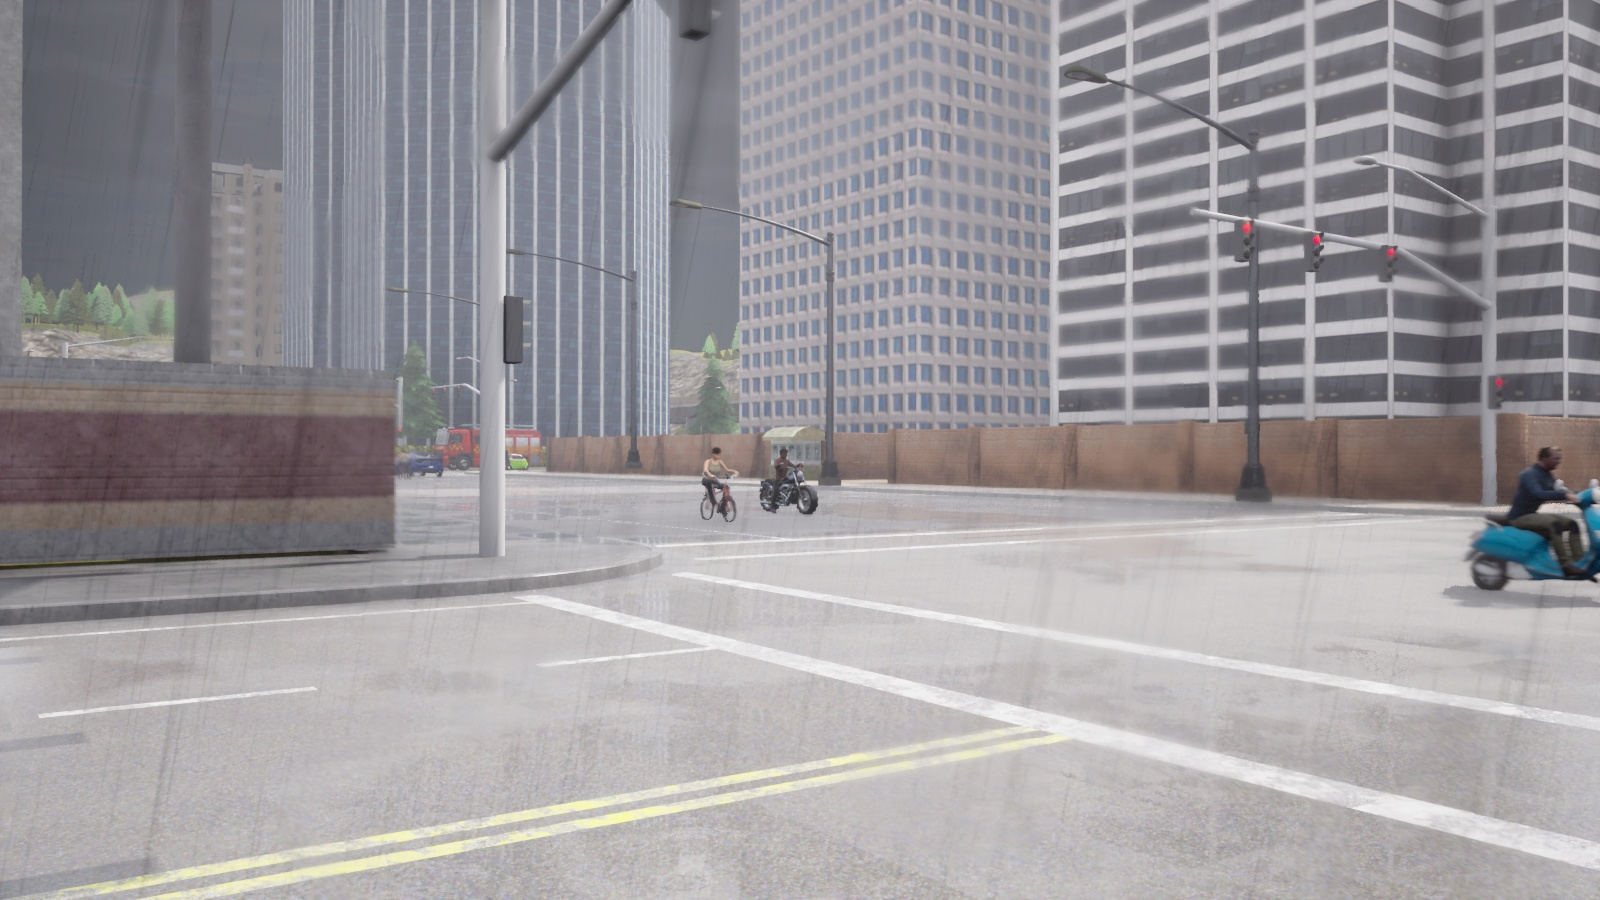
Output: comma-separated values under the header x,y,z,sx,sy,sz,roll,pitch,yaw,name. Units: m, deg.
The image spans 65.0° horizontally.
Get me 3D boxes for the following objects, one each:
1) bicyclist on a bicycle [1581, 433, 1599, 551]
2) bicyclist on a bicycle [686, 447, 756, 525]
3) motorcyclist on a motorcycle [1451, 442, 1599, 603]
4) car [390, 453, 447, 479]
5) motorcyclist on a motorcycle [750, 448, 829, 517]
x,y,z,sx,sy,sz,roll,pitch,yaw,name
13.055,0.634,19.105,1.843,1.776,0.659,0,-1,12,bicyclist on a bicycle
-1.718,0.751,27.081,0.866,1.612,1.509,0,0,-34,bicyclist on a bicycle
7.913,0.713,13.080,0.866,1.590,1.817,0,0,-35,motorcyclist on a motorcycle
-23.467,0.961,77.173,1.882,1.535,5.008,0,0,-35,car
-0.288,0.772,31.167,0.766,1.649,2.350,0,0,-35,motorcyclist on a motorcycle
